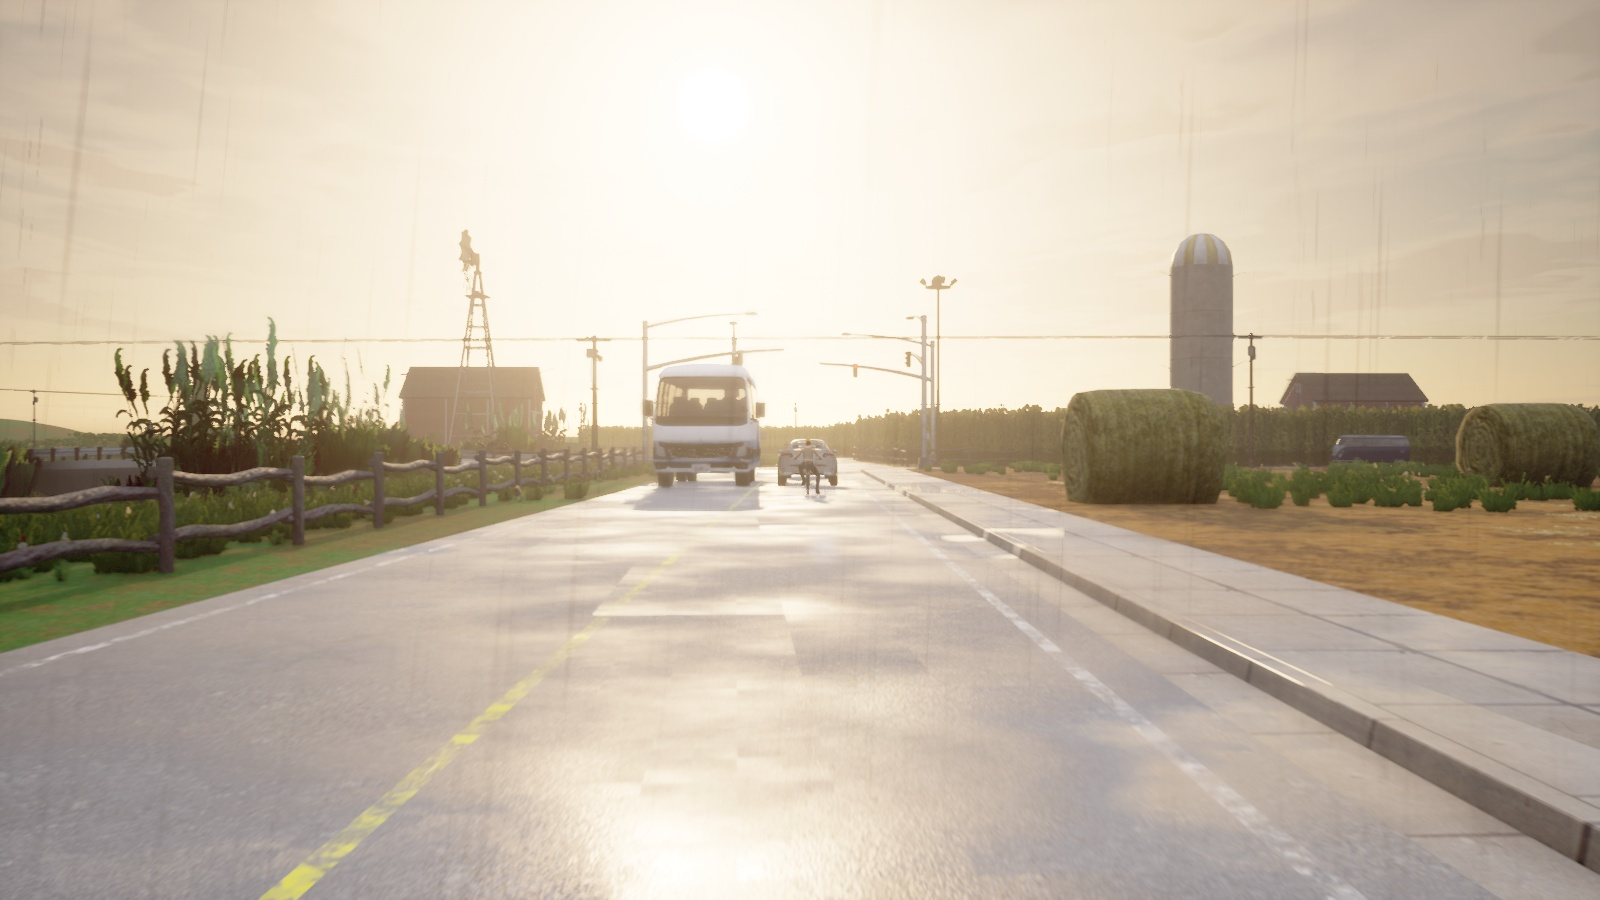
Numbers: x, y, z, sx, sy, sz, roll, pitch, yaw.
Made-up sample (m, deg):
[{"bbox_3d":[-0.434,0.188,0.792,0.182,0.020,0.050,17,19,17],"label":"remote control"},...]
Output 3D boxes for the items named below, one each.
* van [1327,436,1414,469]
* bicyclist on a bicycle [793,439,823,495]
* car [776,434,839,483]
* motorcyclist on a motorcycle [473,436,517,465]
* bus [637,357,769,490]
[{"bbox_3d":[34.293,0.136,75.589,4.442,1.987,1.775,0,0,-3],"label":"van"},{"bbox_3d":[0.227,0.477,36.506,0.866,1.612,1.509,0,0,0],"label":"bicyclist on a bicycle"},{"bbox_3d":[0.279,0.270,45.233,2.152,1.651,5.027,0,0,0],"label":"car"},{"bbox_3d":[-17.367,0.029,71.495,2.191,1.530,0.866,3,0,3],"label":"motorcyclist on a motorcycle"},{"bbox_3d":[-3.227,-0.888,45.280,3.944,4.253,10.273,0,0,0],"label":"bus"}]
